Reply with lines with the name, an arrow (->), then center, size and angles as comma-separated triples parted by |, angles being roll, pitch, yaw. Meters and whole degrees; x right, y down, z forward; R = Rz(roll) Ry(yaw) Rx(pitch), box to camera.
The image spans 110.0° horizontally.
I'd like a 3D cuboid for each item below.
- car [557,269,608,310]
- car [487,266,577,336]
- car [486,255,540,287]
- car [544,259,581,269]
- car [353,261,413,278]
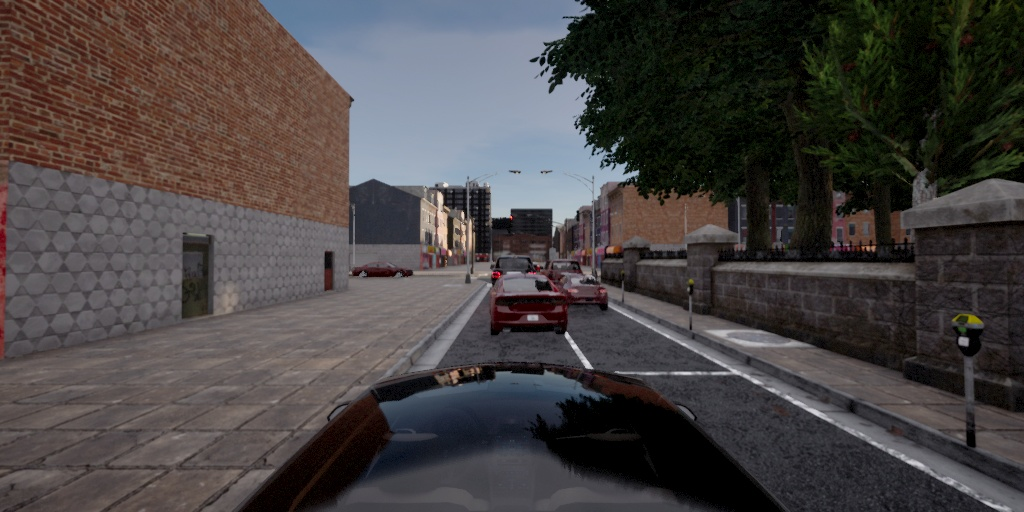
car -> 2.653, 1.344, 14.367 | 1.802, 1.307, 4.207 | 0, 0, 0
car -> 0.290, 1.235, 10.502 | 1.882, 1.535, 5.008 | 0, 0, -4
car -> 0.102, 0.989, 18.123 | 2.150, 2.045, 5.566 | 0, 0, 0
car -> 2.659, 1.085, 19.815 | 2.192, 1.841, 5.009 | 0, 0, 0
car -> -11.200, 1.235, 31.404 | 5.008, 1.535, 1.882 | 0, -1, -1
